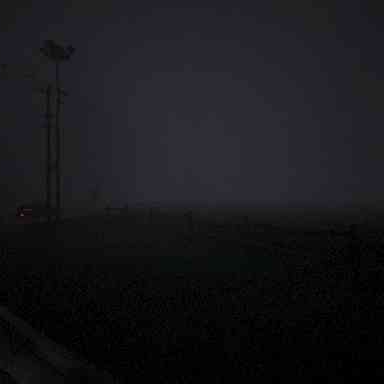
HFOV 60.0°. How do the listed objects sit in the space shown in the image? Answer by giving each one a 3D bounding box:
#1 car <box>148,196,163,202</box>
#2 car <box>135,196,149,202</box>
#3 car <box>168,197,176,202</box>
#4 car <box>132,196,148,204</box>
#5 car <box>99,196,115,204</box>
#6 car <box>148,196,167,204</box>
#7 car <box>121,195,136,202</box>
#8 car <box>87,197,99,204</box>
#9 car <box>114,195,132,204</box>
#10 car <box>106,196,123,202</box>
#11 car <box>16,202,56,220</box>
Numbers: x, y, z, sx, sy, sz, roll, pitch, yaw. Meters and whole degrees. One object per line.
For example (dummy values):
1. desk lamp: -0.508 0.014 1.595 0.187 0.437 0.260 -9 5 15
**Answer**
1. car: -8.681 1.682 80.078 2.033 1.411 5.357 0 0 10
2. car: -12.127 1.711 80.692 1.994 1.385 4.181 0 0 10
3. car: -5.230 1.722 79.495 1.895 1.301 4.718 0 0 10
4. car: -10.415 1.622 70.337 2.097 1.767 4.553 0 0 10
5. car: -17.399 1.773 71.046 1.882 1.535 5.008 0 0 10
6. car: -7.061 1.725 69.206 1.882 1.535 5.008 0 0 10
7. car: -15.579 1.529 81.276 2.097 1.767 4.553 0 0 10
8. car: -20.844 1.811 71.659 1.837 1.490 4.892 0 0 10
9. car: -13.953 1.829 70.433 2.033 1.411 5.357 0 0 10
10. car: -19.019 1.730 81.918 2.033 1.411 5.357 0 0 10
11. car: -13.769 1.663 30.022 1.837 1.490 4.892 -1 0 7
